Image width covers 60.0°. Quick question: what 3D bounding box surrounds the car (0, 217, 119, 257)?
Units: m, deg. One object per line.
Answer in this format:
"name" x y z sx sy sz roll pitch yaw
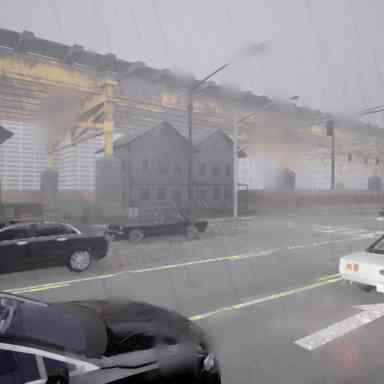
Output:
"car" -4.770 1.505 9.186 4.892 1.490 1.837 0 0 -35

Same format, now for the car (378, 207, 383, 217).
"car" 18.874 1.526 30.308 4.674 1.442 1.812 0 0 -35

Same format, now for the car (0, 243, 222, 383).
"car" -1.951 1.492 2.354 4.902 1.511 2.128 0 0 -35

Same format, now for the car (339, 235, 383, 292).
"car" 5.565 1.601 7.740 4.718 1.301 1.895 0 0 -35

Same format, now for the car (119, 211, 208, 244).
"car" -1.621 1.601 15.723 4.718 1.301 1.895 0 0 -35
